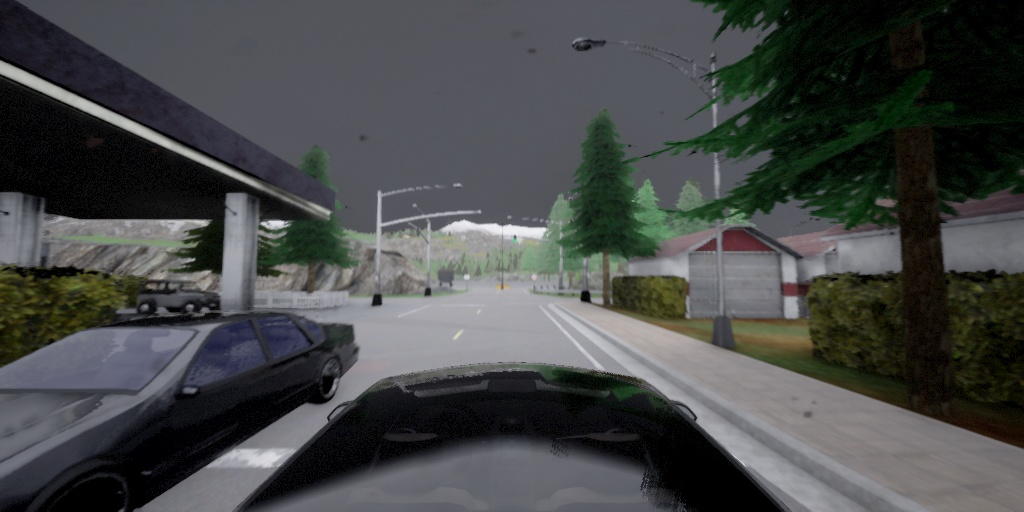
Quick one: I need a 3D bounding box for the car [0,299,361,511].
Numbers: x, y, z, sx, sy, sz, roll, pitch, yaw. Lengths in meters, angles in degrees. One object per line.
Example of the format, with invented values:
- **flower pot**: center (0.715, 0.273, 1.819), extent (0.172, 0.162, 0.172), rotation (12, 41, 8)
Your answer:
- **car**: center (-3.499, 1.342, 3.854), extent (2.033, 1.411, 5.357), rotation (0, -2, 0)
